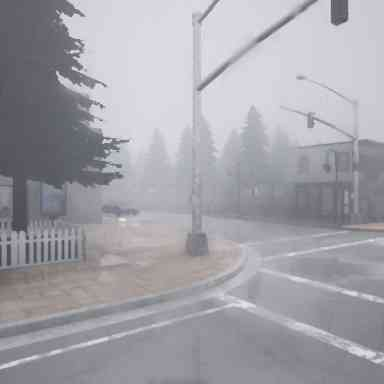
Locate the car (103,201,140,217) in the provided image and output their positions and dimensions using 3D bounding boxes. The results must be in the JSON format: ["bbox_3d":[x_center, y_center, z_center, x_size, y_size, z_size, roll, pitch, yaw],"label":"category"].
[{"bbox_3d":[-6.866,1.529,31.663,2.033,1.411,5.357,0,0,-34],"label":"car"}]
